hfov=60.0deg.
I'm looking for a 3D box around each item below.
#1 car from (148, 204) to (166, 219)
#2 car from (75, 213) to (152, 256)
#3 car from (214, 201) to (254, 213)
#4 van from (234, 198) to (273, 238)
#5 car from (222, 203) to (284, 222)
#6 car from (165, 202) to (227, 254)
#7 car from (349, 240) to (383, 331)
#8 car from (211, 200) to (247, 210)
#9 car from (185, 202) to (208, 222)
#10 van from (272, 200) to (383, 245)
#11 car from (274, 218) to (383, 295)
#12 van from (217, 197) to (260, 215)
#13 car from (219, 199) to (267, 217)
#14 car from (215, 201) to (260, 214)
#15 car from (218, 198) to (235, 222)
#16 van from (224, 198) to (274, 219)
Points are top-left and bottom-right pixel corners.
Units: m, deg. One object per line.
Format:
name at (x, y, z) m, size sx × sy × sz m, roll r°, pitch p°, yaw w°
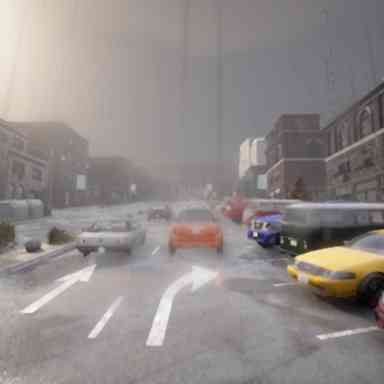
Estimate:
car at (-2.838, 1.829, 30.071) m, size 1.812 × 1.442 × 4.674 m, roll 0°, pitch 0°, yaw 1°
car at (-3.067, 1.740, 13.701) m, size 1.895 × 1.301 × 4.718 m, roll 0°, pitch -1°, yaw 1°
car at (5.594, 1.964, 44.614) m, size 4.792 × 1.488 × 2.163 m, roll 1°, pitch -1°, yaw -19°
van at (5.136, 1.462, 20.192) m, size 4.442 × 1.987 × 1.878 m, roll 1°, pitch 0°, yaw -19°
car at (5.359, 1.782, 29.367) m, size 4.892 × 1.521 × 2.231 m, roll 1°, pitch -1°, yaw -19°
car at (0.199, 1.497, 14.414) m, size 2.097 × 1.767 × 4.553 m, roll 0°, pitch -1°, yaw 1°
car at (5.041, 1.577, 5.005) m, size 4.674 × 1.452 × 2.002 m, roll 1°, pitch 0°, yaw -19°
car at (5.621, 1.999, 50.700) m, size 4.892 × 1.521 × 2.231 m, roll 1°, pitch -1°, yaw -19°
car at (0.426, 1.786, 30.631) m, size 1.882 × 1.535 × 5.008 m, roll 0°, pitch 0°, yaw 1°
van at (5.233, 1.374, 11.140) m, size 4.442 × 1.987 × 1.878 m, roll 1°, pitch -1°, yaw -19°
car at (4.905, 1.561, 7.989) m, size 5.366 × 1.575 × 1.946 m, roll 1°, pitch 0°, yaw -19°
van at (5.380, 1.645, 38.464) m, size 4.442 × 1.987 × 1.878 m, roll 1°, pitch 0°, yaw -19°
car at (5.416, 1.716, 35.454) m, size 4.553 × 1.767 × 2.185 m, roll 1°, pitch -1°, yaw -19°
car at (5.702, 1.903, 41.618) m, size 5.366 × 1.575 × 1.946 m, roll 1°, pitch -1°, yaw -19°
car at (5.352, 1.500, 26.339) m, size 5.566 × 2.045 × 2.435 m, roll 1°, pitch -1°, yaw -19°
van at (5.516, 1.588, 32.459) m, size 4.442 × 1.987 × 1.878 m, roll 1°, pitch -1°, yaw -19°
